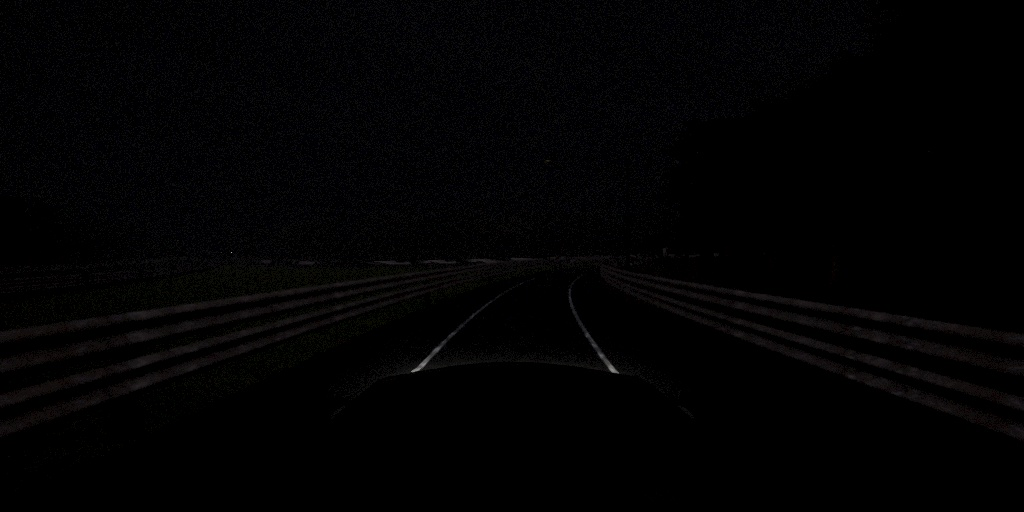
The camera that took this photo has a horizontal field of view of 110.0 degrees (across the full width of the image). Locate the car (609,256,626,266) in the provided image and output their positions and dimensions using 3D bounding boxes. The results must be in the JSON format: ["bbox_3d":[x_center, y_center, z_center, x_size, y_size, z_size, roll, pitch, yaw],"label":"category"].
[{"bbox_3d":[17.688,0.763,59.576,2.128,1.511,4.902,0,1,34],"label":"car"}]
